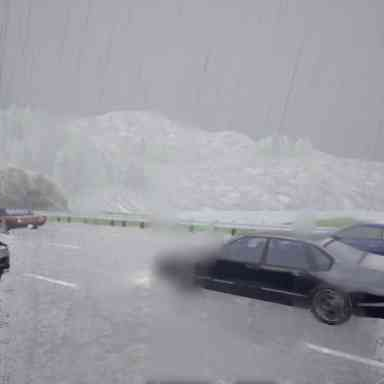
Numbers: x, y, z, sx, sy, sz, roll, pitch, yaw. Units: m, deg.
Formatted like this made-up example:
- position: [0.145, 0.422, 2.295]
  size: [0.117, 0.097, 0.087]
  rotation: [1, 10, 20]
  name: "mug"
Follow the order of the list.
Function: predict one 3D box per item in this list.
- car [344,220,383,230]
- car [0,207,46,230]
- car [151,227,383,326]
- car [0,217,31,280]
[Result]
- position: [4.759, 1.498, 9.079]
  size: [4.674, 1.442, 1.812]
  rotation: [0, 0, 35]
  name: "car"
- position: [-10.483, 1.502, 18.683]
  size: [4.718, 1.301, 1.895]
  rotation: [0, 0, 30]
  name: "car"
- position: [1.685, 1.522, 6.993]
  size: [5.357, 1.411, 2.033]
  rotation: [0, 0, 34]
  name: "car"
- position: [-6.414, 1.445, 8.085]
  size: [4.902, 1.511, 2.128]
  rotation: [0, 0, 33]
  name: "car"
